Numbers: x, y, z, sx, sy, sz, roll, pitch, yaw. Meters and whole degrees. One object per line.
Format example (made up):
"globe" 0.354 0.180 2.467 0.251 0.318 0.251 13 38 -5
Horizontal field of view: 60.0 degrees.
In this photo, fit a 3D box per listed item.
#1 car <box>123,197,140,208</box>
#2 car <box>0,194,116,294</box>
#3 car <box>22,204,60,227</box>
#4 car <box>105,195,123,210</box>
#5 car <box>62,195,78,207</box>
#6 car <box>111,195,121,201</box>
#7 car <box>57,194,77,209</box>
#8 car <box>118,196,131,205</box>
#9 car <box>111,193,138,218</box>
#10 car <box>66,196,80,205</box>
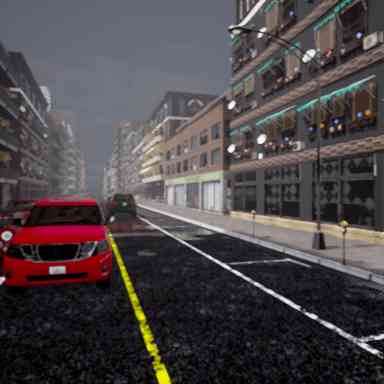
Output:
"car" -8.623 1.454 47.024 1.752 1.417 4.829 0 0 -16
"car" -3.456 1.201 9.291 2.150 2.045 5.566 0 0 -16
"car" -10.256 1.525 22.870 1.802 1.307 4.206 0 0 -16
"car" -10.033 1.281 42.560 2.097 1.767 4.553 0 0 -16
"car" -18.206 1.329 49.906 1.967 1.590 4.097 0 0 -16
"car" -18.117 1.412 79.303 2.008 1.369 4.403 0 0 -16
"car" -16.615 1.215 44.500 2.192 1.841 5.009 0 0 -16
"car" -11.756 1.452 57.675 1.887 1.381 4.507 0 0 -16
"car" -6.261 1.165 29.771 2.150 2.045 5.566 0 -1 -16
"car" -19.797 1.422 55.315 1.887 1.381 4.507 0 0 -16
